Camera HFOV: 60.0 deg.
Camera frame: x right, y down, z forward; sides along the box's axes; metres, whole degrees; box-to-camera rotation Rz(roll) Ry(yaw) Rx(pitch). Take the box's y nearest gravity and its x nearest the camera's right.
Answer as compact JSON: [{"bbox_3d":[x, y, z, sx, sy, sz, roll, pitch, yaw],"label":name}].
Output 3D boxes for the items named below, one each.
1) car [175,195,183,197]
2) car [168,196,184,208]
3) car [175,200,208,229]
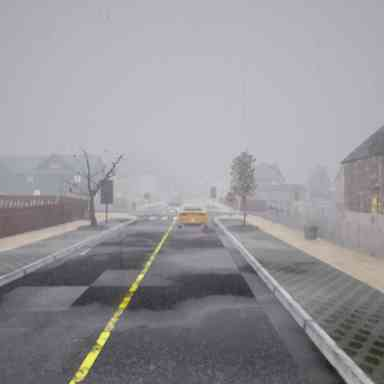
[{"bbox_3d":[-2.768,1.579,69.309,2.150,2.045,5.566,0,0,0],"label":"car"},{"bbox_3d":[-2.849,1.815,54.442,1.994,1.385,4.181,0,0,0],"label":"car"},{"bbox_3d":[0.064,1.562,22.543,1.882,1.535,5.008,0,0,0],"label":"car"}]
